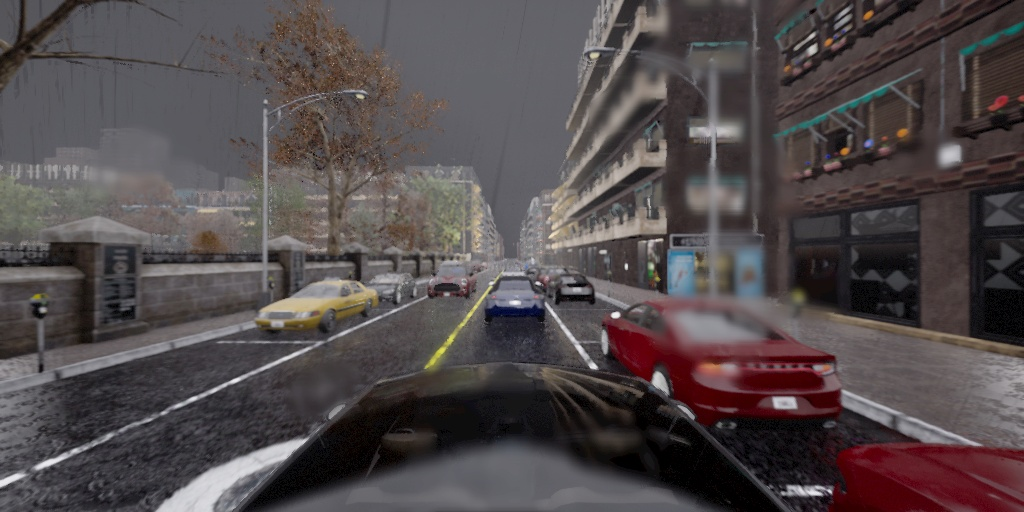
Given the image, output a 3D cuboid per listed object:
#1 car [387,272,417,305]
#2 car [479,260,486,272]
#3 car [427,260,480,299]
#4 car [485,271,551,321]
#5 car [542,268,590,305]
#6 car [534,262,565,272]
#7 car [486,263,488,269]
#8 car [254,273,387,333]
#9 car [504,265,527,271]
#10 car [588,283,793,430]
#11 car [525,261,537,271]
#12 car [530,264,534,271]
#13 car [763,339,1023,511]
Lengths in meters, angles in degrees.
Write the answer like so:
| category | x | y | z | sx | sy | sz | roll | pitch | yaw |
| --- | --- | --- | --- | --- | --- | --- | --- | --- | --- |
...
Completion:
| category | x | y | z | sx | sy | sz | roll | pitch | yaw |
| --- | --- | --- | --- | --- | --- | --- | --- | --- | --- |
| car | -5.693 | 1.434 | 16.825 | 2.007 | 1.370 | 4.403 | 0 | 0 | 0 |
| car | -5.705 | 1.550 | 55.569 | 2.192 | 1.841 | 5.009 | 0 | 0 | 0 |
| car | -3.103 | 1.258 | 19.322 | 2.097 | 1.767 | 4.553 | 0 | -1 | 0 |
| car | 0.098 | 1.414 | 12.979 | 1.994 | 1.385 | 4.181 | 0 | 0 | 0 |
| car | 2.687 | 1.450 | 16.828 | 1.948 | 1.339 | 4.313 | 0 | 0 | 0 |
| car | 2.685 | 1.374 | 22.362 | 1.967 | 1.591 | 4.097 | 0 | 0 | 0 |
| car | -5.706 | 1.853 | 61.104 | 1.948 | 1.339 | 4.313 | 0 | 0 | 0 |
| car | -5.692 | 1.360 | 11.119 | 1.751 | 1.417 | 4.829 | 0 | 0 | 0 |
| car | 0.097 | 1.615 | 31.274 | 1.895 | 1.301 | 4.718 | 0 | -1 | 0 |
| car | 2.690 | 1.331 | 5.757 | 1.888 | 1.381 | 4.507 | 0 | 0 | 0 |
| car | 2.679 | 1.700 | 44.502 | 1.948 | 1.339 | 4.313 | 0 | 0 | 0 |
| car | 2.684 | 1.550 | 27.897 | 1.948 | 1.339 | 4.313 | 0 | 0 | 0 |
| car | 2.692 | 1.282 | 0.223 | 1.888 | 1.381 | 4.507 | 0 | 0 | 0 |
